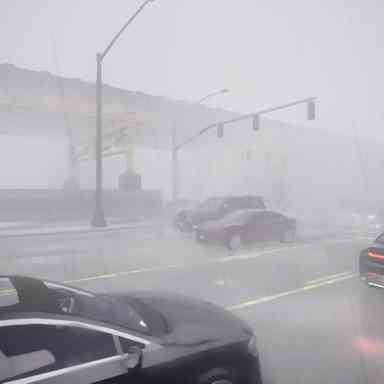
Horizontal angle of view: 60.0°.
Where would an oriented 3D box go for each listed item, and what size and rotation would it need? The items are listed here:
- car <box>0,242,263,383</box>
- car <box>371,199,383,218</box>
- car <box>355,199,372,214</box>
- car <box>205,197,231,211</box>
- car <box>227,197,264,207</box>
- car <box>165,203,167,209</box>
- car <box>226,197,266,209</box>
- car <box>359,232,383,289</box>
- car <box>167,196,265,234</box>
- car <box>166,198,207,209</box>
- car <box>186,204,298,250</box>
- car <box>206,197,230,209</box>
[{"bbox_3d":[-1.529,1.491,2.664,4.902,1.511,2.128,0,0,-35],"label":"car"},{"bbox_3d":[17.885,1.506,29.334,4.892,1.490,1.837,1,-1,-43],"label":"car"},{"bbox_3d":[18.940,1.505,34.951,4.892,1.490,1.837,0,0,-40],"label":"car"},{"bbox_3d":[3.222,1.452,40.692,2.038,1.542,4.974,0,0,18],"label":"car"},{"bbox_3d":[7.092,1.295,44.434,4.536,1.218,1.853,0,0,-7],"label":"car"},{"bbox_3d":[-0.530,1.452,38.017,4.974,1.542,2.038,0,0,8],"label":"car"},{"bbox_3d":[7.143,1.452,44.440,4.974,1.542,2.038,0,0,-7],"label":"car"},{"bbox_3d":[5.901,1.505,7.947,4.892,1.490,1.837,0,0,-35],"label":"car"},{"bbox_3d":[1.721,1.221,17.983,5.566,2.045,2.150,0,0,-35],"label":"car"},{"bbox_3d":[-0.582,1.295,38.025,4.536,1.218,1.853,0,0,8],"label":"car"},{"bbox_3d":[2.428,1.477,14.291,5.008,1.535,1.882,0,0,-35],"label":"car"},{"bbox_3d":[3.238,1.295,40.741,1.853,1.218,4.536,0,0,18],"label":"car"}]
